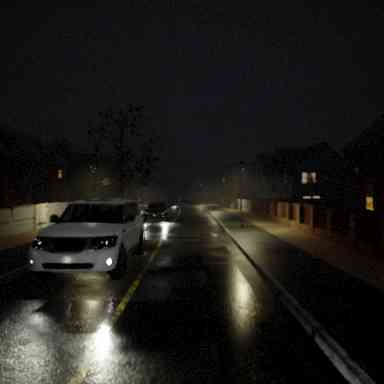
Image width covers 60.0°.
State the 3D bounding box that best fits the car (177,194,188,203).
[{"bbox_3d":[-2.446,1.637,81.876,2.150,2.045,5.566,0,-1,-7],"label":"car"}]

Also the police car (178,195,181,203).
[{"bbox_3d":[-1.719,1.769,75.959,1.930,1.638,5.238,0,-1,-7],"label":"police car"}]

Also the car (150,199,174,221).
[{"bbox_3d":[-2.767,1.533,27.079,1.837,1.490,4.892,0,-1,0],"label":"car"}]

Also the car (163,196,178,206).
[{"bbox_3d":[-3.771,1.718,58.753,1.812,1.442,4.674,0,0,-3],"label":"car"}]

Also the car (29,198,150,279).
[{"bbox_3d":[-2.842,1.219,10.350,2.150,2.045,5.566,0,0,0],"label":"car"}]

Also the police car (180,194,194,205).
[{"bbox_3d":[-0.699,1.667,65.946,1.930,1.638,5.238,0,-1,-5],"label":"police car"}]
